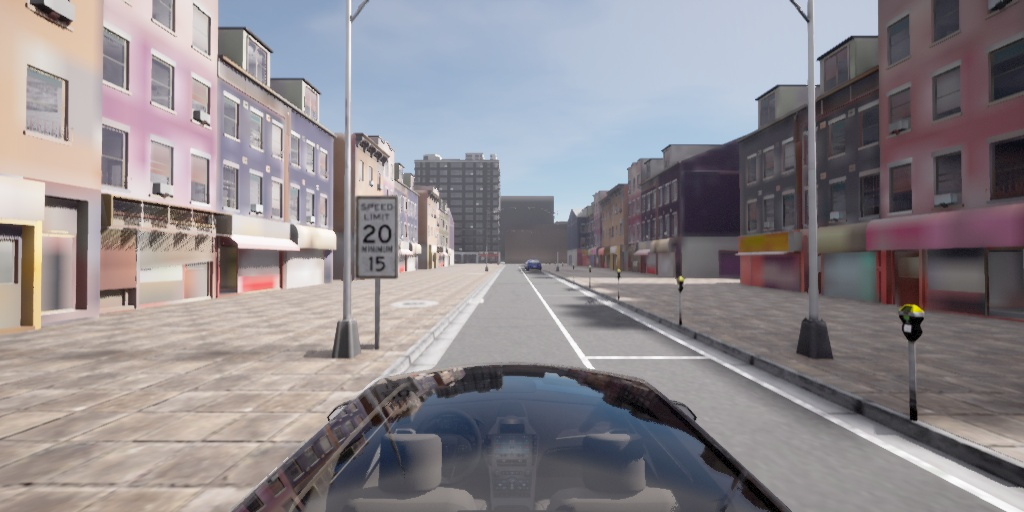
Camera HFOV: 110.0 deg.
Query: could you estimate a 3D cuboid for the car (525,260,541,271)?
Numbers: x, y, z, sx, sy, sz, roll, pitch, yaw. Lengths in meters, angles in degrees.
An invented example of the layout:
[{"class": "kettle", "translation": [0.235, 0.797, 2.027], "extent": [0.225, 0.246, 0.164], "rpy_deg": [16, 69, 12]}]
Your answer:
[{"class": "car", "translation": [3.015, 1.278, 50.039], "extent": [1.882, 1.535, 5.008], "rpy_deg": [0, 0, 0]}]
